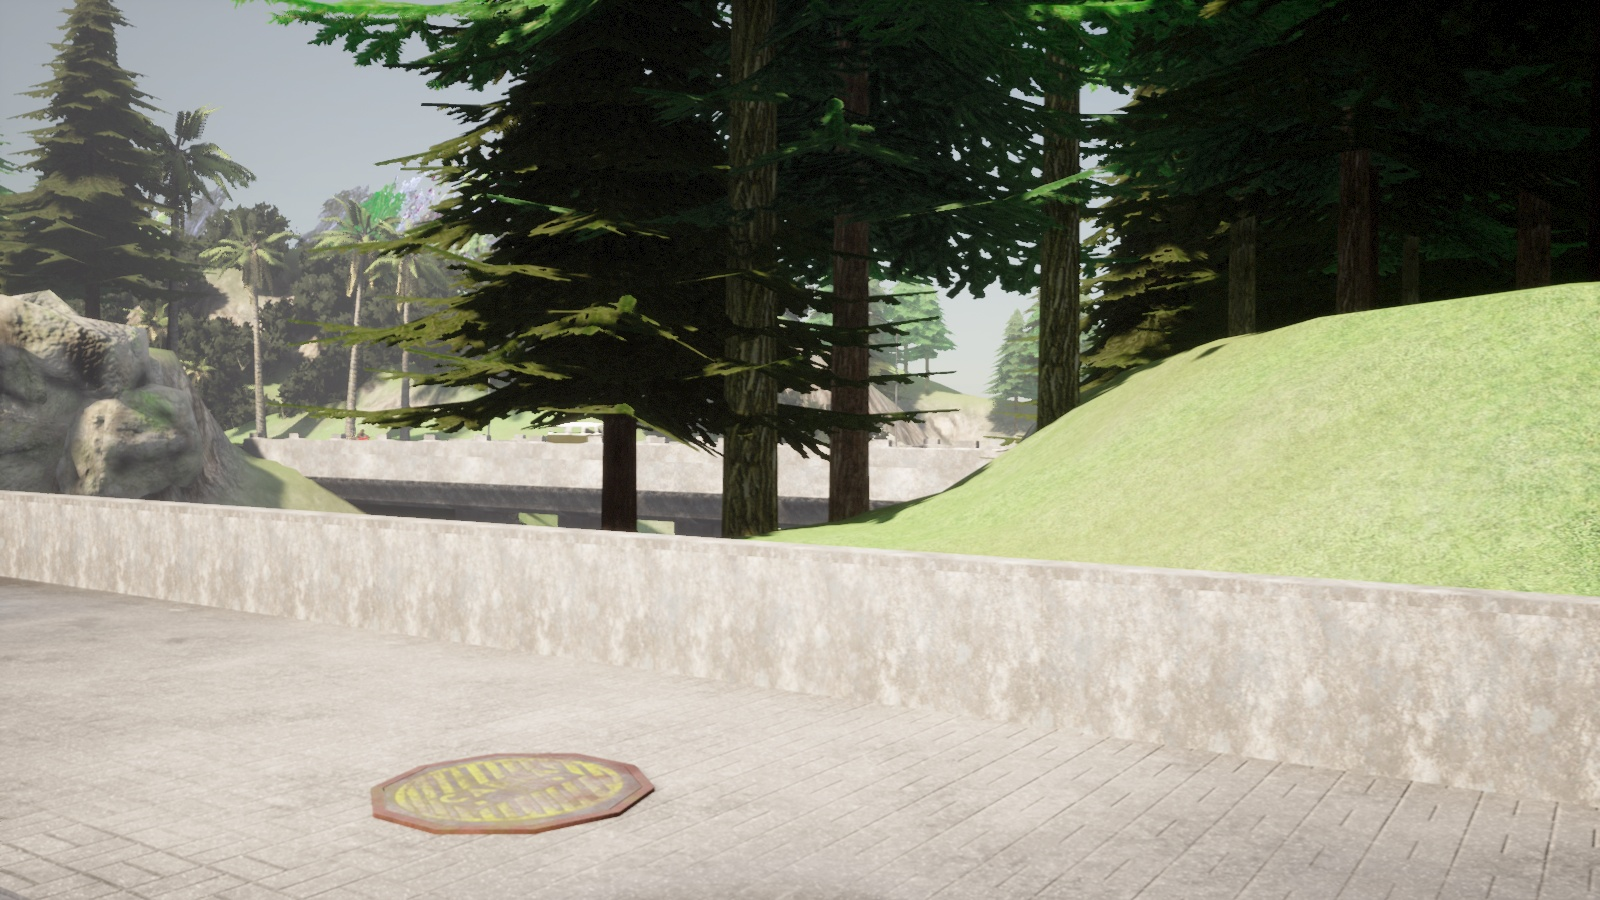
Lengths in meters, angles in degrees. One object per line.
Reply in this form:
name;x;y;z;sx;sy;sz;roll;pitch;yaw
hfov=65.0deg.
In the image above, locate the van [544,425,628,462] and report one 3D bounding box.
van;-12.231;-0.350;71.770;4.480;2.038;2.069;0;1;34
